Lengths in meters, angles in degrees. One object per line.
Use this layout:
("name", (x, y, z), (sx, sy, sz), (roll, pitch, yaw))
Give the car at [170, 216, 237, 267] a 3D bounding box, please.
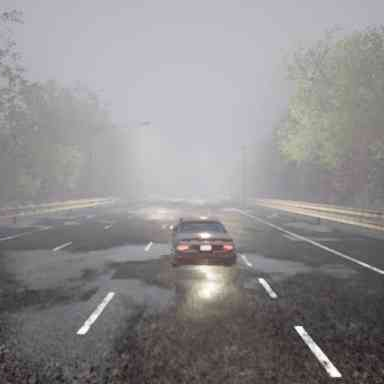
("car", (0.249, 1.512, 11.255), (2.033, 1.411, 5.357), (0, 0, -3))
